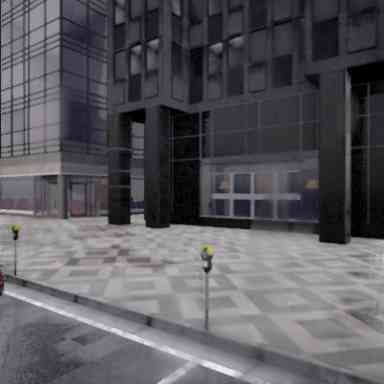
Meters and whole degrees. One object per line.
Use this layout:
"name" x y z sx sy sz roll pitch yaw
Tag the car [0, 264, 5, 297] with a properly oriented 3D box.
"car" -5.451 1.583 6.852 4.206 1.307 1.802 0 0 36
